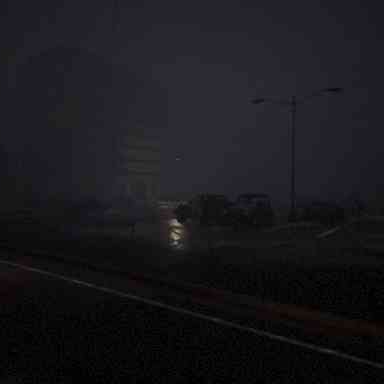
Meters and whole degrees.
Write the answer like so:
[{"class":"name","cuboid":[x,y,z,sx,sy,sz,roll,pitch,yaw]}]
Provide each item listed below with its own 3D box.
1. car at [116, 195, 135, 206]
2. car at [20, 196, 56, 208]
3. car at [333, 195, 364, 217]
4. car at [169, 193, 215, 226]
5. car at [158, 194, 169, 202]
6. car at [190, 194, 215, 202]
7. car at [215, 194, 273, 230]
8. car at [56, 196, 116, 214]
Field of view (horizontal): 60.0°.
[{"class":"car","cuboid":[-9.448,1.094,43.278,1.994,1.385,4.181,1,1,34]},{"class":"car","cuboid":[-17.045,1.084,38.234,1.895,1.301,4.718,1,1,34]},{"class":"car","cuboid":[15.294,1.309,32.045,1.970,1.475,3.806,1,1,34]},{"class":"car","cuboid":[0.911,0.992,20.746,1.932,1.855,4.605,1,1,34]},{"class":"car","cuboid":[-3.975,0.999,57.642,1.812,1.442,4.674,1,0,34]},{"class":"car","cuboid":[1.919,1.083,60.063,2.033,1.411,5.357,1,1,34]},{"class":"car","cuboid":[3.279,1.037,19.082,1.905,1.878,3.866,1,1,34]},{"class":"car","cuboid":[-9.538,1.162,30.340,1.812,1.442,4.674,1,1,35]}]
